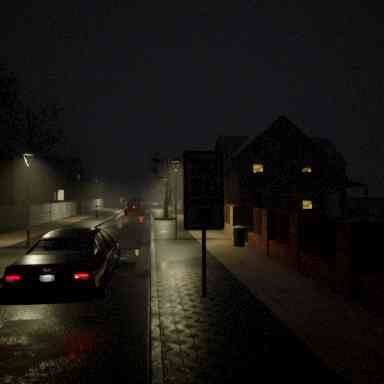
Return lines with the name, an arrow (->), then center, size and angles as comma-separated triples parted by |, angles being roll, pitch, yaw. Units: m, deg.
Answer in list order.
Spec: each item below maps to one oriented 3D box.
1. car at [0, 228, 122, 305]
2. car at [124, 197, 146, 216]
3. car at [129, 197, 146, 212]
car -> -2.923, 1.628, 8.496 | 2.033, 1.411, 5.357 | 0, -1, -7
car -> -6.575, 1.732, 38.370 | 2.097, 1.767, 4.553 | 0, -1, -6
car -> -7.871, 1.704, 48.435 | 2.150, 2.045, 5.566 | 0, -1, -7
